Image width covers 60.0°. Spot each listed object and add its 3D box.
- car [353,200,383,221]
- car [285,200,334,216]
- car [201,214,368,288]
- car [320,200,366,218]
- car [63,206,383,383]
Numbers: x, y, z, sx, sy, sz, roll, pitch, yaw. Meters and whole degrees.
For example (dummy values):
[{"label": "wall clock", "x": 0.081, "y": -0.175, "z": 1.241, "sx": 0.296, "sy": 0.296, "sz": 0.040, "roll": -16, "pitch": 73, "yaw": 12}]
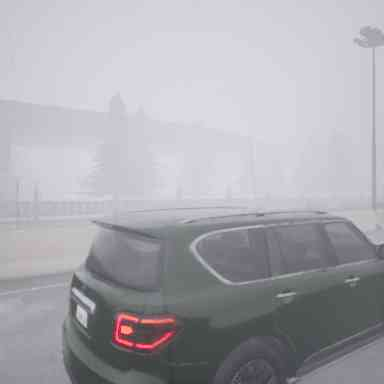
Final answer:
[{"label": "car", "x": 15.810, "y": 1.507, "z": 28.100, "sx": 4.892, "sy": 1.490, "sz": 1.837, "roll": 0, "pitch": 0, "yaw": -35}, {"label": "car", "x": 12.129, "y": 1.550, "z": 34.128, "sx": 5.357, "sy": 1.411, "sz": 2.033, "roll": 0, "pitch": 0, "yaw": -35}, {"label": "car", "x": 3.023, "y": 1.548, "z": 10.223, "sx": 5.357, "sy": 1.411, "sz": 2.033, "roll": 0, "pitch": 0, "yaw": -35}, {"label": "car", "x": 14.294, "y": 1.528, "z": 31.307, "sx": 4.674, "sy": 1.442, "sz": 1.812, "roll": 0, "pitch": 0, "yaw": -35}, {"label": "car", "x": 1.174, "y": 1.225, "z": 4.640, "sx": 5.566, "sy": 2.045, "sz": 2.150, "roll": 0, "pitch": 0, "yaw": -35}]
